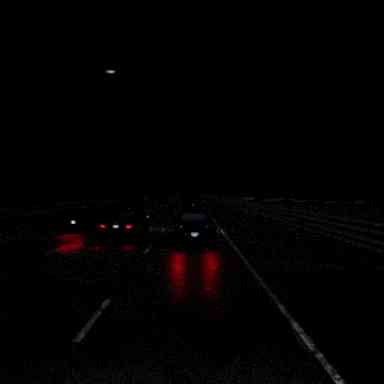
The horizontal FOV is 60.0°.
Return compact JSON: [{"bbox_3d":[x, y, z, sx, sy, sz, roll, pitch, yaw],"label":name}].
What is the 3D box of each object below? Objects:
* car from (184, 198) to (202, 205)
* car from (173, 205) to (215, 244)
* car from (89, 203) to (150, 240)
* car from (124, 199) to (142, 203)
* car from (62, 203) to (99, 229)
[{"bbox_3d":[0.116,1.438,38.092,2.097,1.767,4.553,0,0,0],"label":"car"},{"bbox_3d":[0.107,1.554,15.901,1.812,1.442,4.674,0,0,0],"label":"car"},{"bbox_3d":[-3.382,1.569,17.268,2.033,1.411,5.357,1,0,0],"label":"car"},{"bbox_3d":[-6.885,1.592,38.392,1.837,1.490,4.892,0,0,0],"label":"car"},{"bbox_3d":[-6.894,1.521,21.739,1.837,1.490,4.892,0,0,0],"label":"car"}]
